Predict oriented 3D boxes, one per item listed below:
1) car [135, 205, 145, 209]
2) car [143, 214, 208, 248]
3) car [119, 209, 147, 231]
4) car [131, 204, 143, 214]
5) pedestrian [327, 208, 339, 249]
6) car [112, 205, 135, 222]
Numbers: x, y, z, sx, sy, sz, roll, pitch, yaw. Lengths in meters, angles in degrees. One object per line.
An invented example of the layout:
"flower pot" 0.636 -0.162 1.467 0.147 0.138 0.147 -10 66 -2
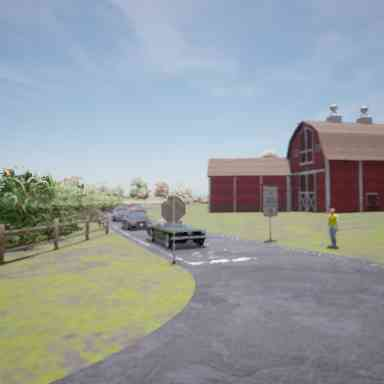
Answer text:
"car" -7.640 2.930 48.686 1.837 1.490 4.892 0 -3 -13
"car" -0.909 2.059 17.482 1.895 1.301 4.718 0 -2 -22
"car" -4.424 2.328 26.856 1.994 1.385 4.181 0 -2 -19
"car" -10.129 3.159 61.572 2.097 1.767 4.553 0 -2 -9
"pedestrian" 6.434 1.614 15.101 0.375 1.860 0.375 -1 -1 -23
"car" -8.209 2.500 39.011 2.097 1.767 4.553 0 -2 -15
